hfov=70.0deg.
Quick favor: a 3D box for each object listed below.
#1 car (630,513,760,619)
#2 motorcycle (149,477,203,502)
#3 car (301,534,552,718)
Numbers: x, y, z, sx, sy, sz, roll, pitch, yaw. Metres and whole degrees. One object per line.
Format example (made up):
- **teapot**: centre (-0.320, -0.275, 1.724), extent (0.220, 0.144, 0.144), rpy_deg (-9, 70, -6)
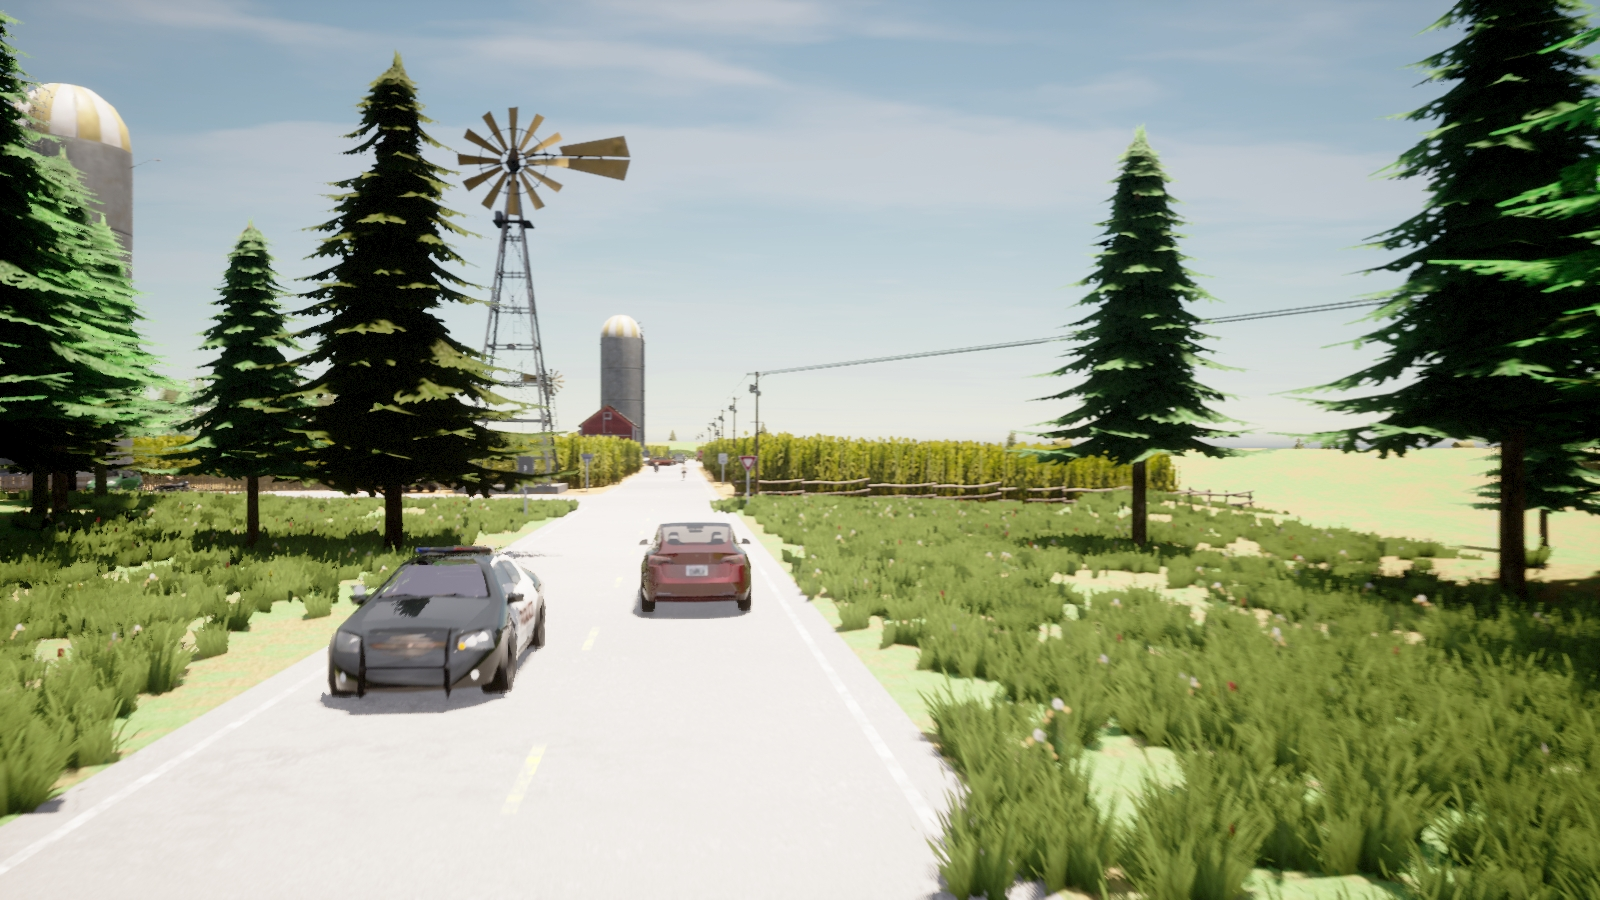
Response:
- **car**: centre (-1.991, 2.063, 21.427), extent (2.163, 1.488, 4.792), rpy_deg (0, 0, -6)
- **motorcycle**: centre (-32.662, 2.044, 59.856), extent (2.356, 1.277, 0.764), rpy_deg (0, 0, -5)
- **car**: centre (-4.486, 2.039, 14.584), extent (2.038, 1.542, 4.974), rpy_deg (0, 0, -6)
